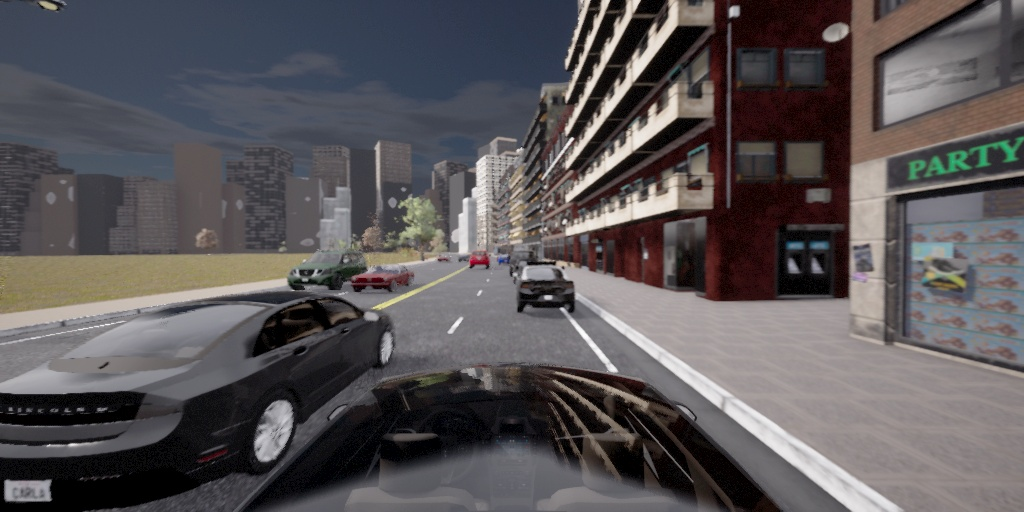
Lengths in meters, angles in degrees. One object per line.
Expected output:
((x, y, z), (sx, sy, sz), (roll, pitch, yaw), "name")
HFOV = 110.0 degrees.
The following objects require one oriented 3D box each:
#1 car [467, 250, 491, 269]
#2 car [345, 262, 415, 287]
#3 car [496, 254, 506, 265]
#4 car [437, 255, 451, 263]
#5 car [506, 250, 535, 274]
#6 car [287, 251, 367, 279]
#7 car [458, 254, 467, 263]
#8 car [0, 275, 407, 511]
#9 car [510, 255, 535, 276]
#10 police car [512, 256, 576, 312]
((-3.699, 0.362, 41.761), (2.150, 2.045, 5.566), (0, 1, -3), "car")
((-6.539, 1.112, 18.608), (1.895, 1.301, 4.718), (0, 1, -1), "car")
((-0.935, 0.484, 49.861), (1.882, 1.535, 5.008), (0, 1, -3), "car")
((-11.463, 0.487, 60.678), (1.895, 1.301, 4.718), (0, 1, -3), "car")
((0.861, 0.539, 29.321), (2.150, 2.045, 5.566), (0, 1, -1), "car")
((-9.802, 0.729, 19.693), (2.150, 2.045, 5.566), (0, 1, -1), "car")
((-8.287, 0.401, 62.005), (2.033, 1.411, 5.357), (0, 1, -4), "car")
((-3.097, 1.221, 4.733), (1.837, 1.490, 4.892), (0, 1, 1), "car")
((0.989, 0.914, 23.244), (1.837, 1.490, 4.892), (0, 1, -1), "car")
((1.081, 0.989, 13.267), (1.930, 1.638, 5.238), (0, 1, 0), "police car")
